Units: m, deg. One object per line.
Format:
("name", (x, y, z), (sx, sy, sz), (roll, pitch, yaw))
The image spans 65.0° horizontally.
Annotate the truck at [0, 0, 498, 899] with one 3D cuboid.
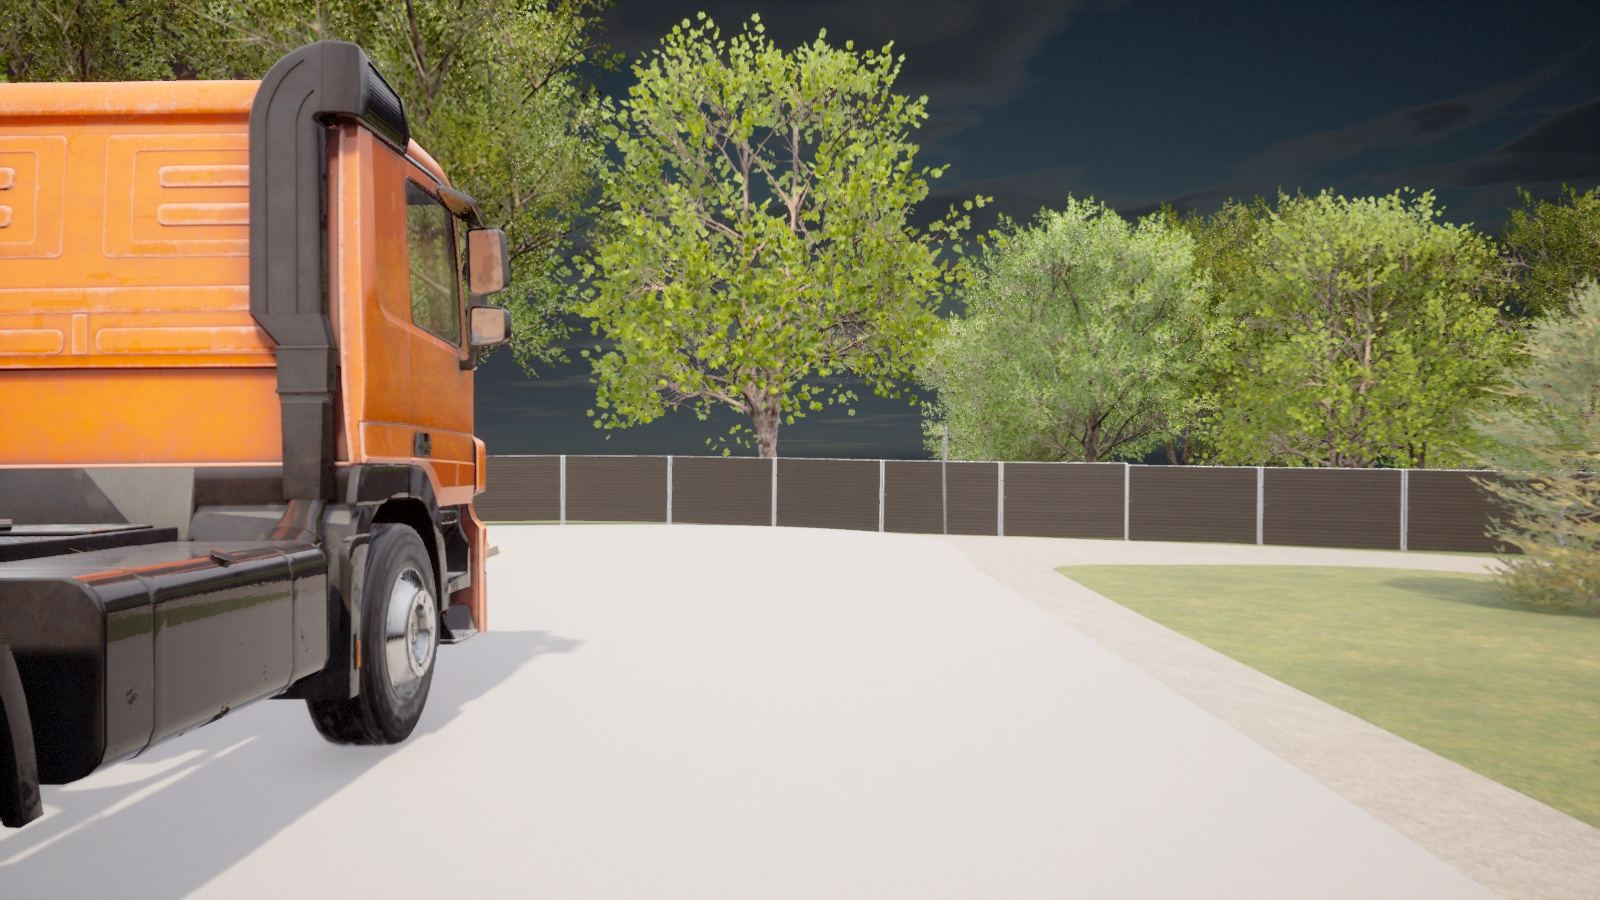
("truck", (-3.470, -0.209, 4.255), (2.891, 3.462, 7.936), (0, -1, 1))
